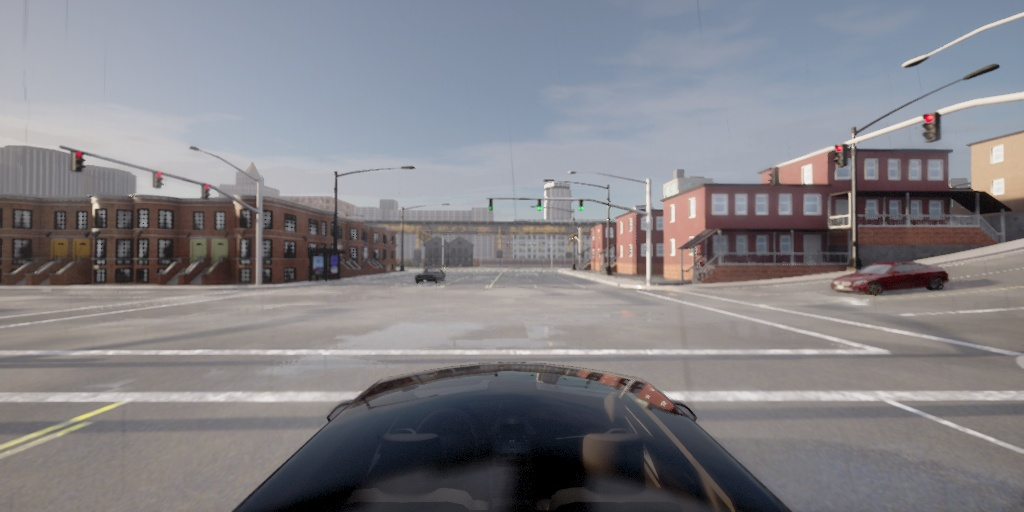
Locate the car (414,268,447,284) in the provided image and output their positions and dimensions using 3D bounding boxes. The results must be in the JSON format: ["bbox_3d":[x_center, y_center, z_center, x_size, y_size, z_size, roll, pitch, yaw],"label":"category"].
[{"bbox_3d":[-7.013,1.709,31.110,1.895,1.301,4.718,0,-1,0],"label":"car"}]

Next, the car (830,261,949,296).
[{"bbox_3d":[18.209,1.022,17.386,4.674,1.442,1.812,-5,-1,0],"label":"car"}]
